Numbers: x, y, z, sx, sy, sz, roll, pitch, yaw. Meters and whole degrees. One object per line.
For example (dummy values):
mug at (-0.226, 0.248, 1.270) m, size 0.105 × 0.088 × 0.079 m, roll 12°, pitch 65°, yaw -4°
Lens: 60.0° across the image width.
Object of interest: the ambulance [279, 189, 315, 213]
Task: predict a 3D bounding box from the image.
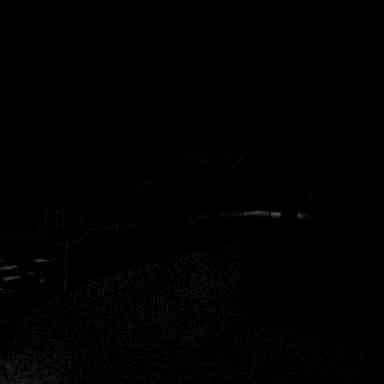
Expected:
ambulance at (11.587, 0.869, 36.615) m, size 2.351 × 2.431 × 6.366 m, roll 2°, pitch 1°, yaw 35°
